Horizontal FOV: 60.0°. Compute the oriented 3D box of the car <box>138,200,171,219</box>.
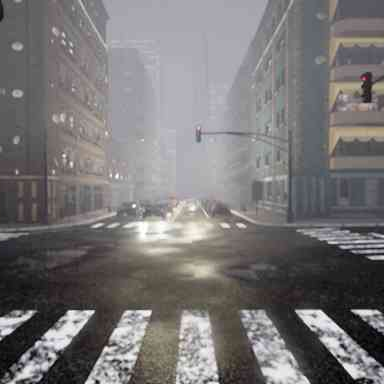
[{"bbox_3d":[-3.140,1.597,28.751,1.895,1.301,4.718,0,0,-1],"label":"car"}]

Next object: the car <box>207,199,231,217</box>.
[{"bbox_3d":[2.623,1.579,30.832,1.802,1.307,4.206,0,0,0],"label":"car"}]

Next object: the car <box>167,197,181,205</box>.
[{"bbox_3d":[-3.116,1.553,58.427,2.033,1.411,5.357,0,0,0],"label":"car"}]

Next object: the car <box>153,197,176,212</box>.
[{"bbox_3d":[-3.171,1.562,37.840,1.994,1.385,4.181,0,0,-1],"label":"car"}]

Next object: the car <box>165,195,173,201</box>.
[{"bbox_3d":[-5.869,1.548,85.892,1.752,1.417,4.829,0,0,0],"label":"car"}]

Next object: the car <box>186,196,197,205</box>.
[{"bbox_3d":[-0.121,1.532,60.282,1.812,1.442,4.674,0,0,0],"label":"car"}]

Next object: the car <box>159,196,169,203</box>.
[{"bbox_3d":[-5.835,1.593,69.492,1.802,1.307,4.206,0,0,0],"label":"car"}]

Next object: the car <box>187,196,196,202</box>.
[{"bbox_3d":[-0.140,1.439,70.318,1.895,1.301,4.718,0,0,0],"label":"car"}]

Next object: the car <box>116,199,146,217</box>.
[{"bbox_3d":[-5.758,1.563,30.827,1.947,1.339,4.313,0,0,0],"label":"car"}]

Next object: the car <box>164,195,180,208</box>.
[{"bbox_3d":[-3.150,1.353,47.890,2.097,1.767,4.553,0,0,0],"label":"car"}]

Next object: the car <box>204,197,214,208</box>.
[{"bbox_3d":[2.612,1.564,36.355,1.947,1.339,4.313,0,0,0],"label":"car"}]

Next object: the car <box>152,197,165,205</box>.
[{"bbox_3d":[-5.814,1.550,58.445,1.887,1.381,4.507,0,0,0],"label":"car"}]

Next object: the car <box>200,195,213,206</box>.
[{"bbox_3d":[2.589,1.546,47.402,1.887,1.381,4.507,0,0,0],"label":"car"}]

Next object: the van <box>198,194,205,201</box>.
[{"bbox_3d":[2.510,1.363,86.067,1.690,1.788,3.998,-1,0,0],"label":"van"}]

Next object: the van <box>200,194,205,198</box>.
[{"bbox_3d":[2.577,1.344,52.926,1.690,1.788,3.998,0,0,0],"label":"van"}]
